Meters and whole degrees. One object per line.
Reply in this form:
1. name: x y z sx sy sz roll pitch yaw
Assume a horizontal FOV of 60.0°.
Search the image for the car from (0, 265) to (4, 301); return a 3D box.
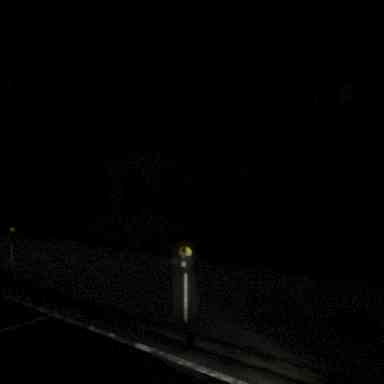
1. car: -5.543 1.617 6.833 4.313 1.339 1.947 0 0 36
